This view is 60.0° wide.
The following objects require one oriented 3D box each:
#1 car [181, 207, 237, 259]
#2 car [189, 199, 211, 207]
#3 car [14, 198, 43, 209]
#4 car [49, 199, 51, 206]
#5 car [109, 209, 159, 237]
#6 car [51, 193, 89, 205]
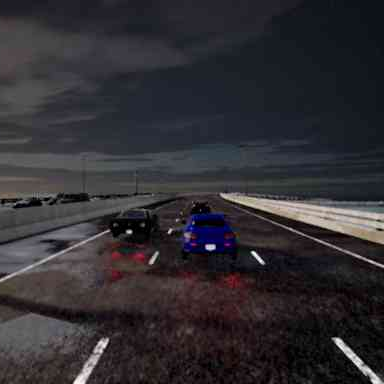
[{"bbox_3d":[0.568,1.494,12.370,1.812,1.442,4.674,0,0,0],"label":"car"},{"bbox_3d":[0.781,1.406,31.552,2.128,1.511,4.902,0,0,1],"label":"car"},{"bbox_3d":[-20.250,1.442,41.304,1.994,1.385,4.181,0,0,1],"label":"car"},{"bbox_3d":[-16.705,1.095,43.739,2.150,2.045,5.566,0,0,1],"label":"car"},{"bbox_3d":[-2.879,1.553,17.595,1.895,1.301,4.718,0,0,0],"label":"car"},{"bbox_3d":[-13.324,1.112,37.511,2.150,2.045,5.566,0,0,1],"label":"car"}]
